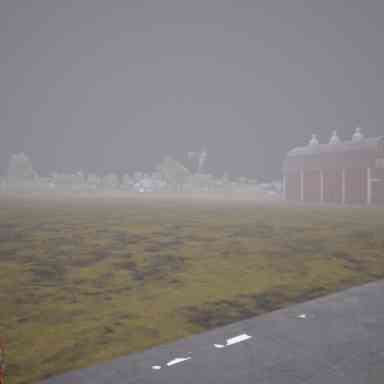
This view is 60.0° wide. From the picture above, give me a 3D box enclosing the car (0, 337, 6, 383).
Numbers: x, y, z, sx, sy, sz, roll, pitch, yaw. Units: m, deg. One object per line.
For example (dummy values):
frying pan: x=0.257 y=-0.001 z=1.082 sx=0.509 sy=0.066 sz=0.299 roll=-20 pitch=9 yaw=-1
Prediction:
car: x=-3.453 y=1.200 z=0.602 sx=5.566 sy=2.045 sz=2.150 roll=1 pitch=0 yaw=-36
